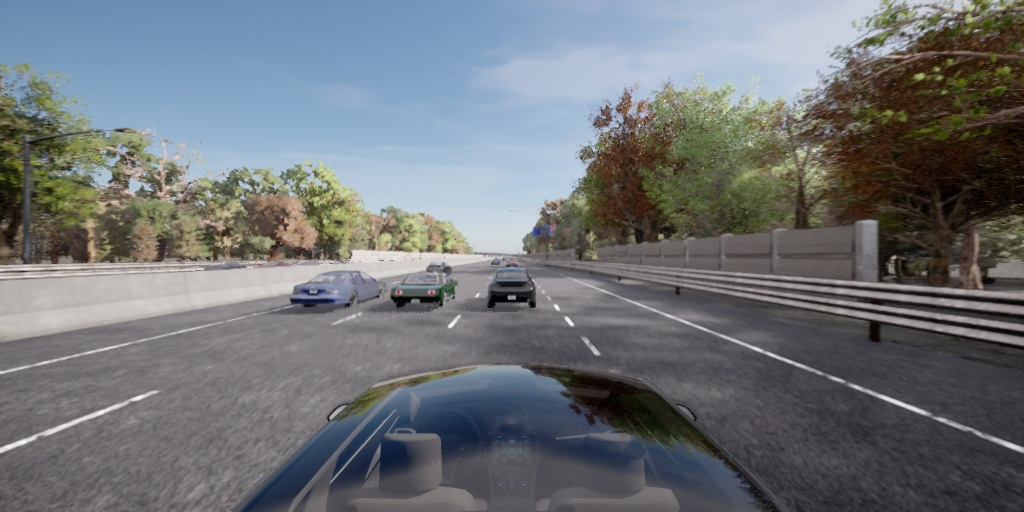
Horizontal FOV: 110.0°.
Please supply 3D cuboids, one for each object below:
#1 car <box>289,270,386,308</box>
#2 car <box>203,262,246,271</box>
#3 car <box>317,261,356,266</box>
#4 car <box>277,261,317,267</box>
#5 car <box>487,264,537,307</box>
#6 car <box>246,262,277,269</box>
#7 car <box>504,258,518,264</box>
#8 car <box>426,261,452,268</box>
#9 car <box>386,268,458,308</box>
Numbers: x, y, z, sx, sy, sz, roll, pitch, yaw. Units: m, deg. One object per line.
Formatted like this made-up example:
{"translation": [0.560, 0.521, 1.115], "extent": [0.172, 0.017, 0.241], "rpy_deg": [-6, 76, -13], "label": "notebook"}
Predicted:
{"translation": [-7.003, 1.304, 15.146], "extent": [2.033, 1.411, 5.357], "rpy_deg": [0, 0, 0], "label": "car"}
{"translation": [-28.061, 1.330, 35.302], "extent": [1.994, 1.385, 4.181], "rpy_deg": [0, 0, 1], "label": "car"}
{"translation": [-17.572, 1.260, 37.203], "extent": [2.128, 1.511, 4.902], "rpy_deg": [0, 0, 0], "label": "car"}
{"translation": [-21.072, 1.314, 36.739], "extent": [2.033, 1.411, 5.357], "rpy_deg": [0, 0, 0], "label": "car"}
{"translation": [-0.004, 1.263, 15.447], "extent": [1.837, 1.490, 4.892], "rpy_deg": [0, 0, 0], "label": "car"}
{"translation": [-24.567, 1.292, 37.001], "extent": [1.812, 1.442, 4.674], "rpy_deg": [0, 0, 0], "label": "car"}
{"translation": [0.000, 1.377, 60.851], "extent": [1.895, 1.301, 4.718], "rpy_deg": [0, 0, 0], "label": "car"}
{"translation": [-7.002, 1.256, 34.760], "extent": [2.128, 1.511, 4.902], "rpy_deg": [0, 0, 0], "label": "car"}
{"translation": [-3.502, 1.357, 15.271], "extent": [1.895, 1.301, 4.718], "rpy_deg": [0, 0, 0], "label": "car"}
